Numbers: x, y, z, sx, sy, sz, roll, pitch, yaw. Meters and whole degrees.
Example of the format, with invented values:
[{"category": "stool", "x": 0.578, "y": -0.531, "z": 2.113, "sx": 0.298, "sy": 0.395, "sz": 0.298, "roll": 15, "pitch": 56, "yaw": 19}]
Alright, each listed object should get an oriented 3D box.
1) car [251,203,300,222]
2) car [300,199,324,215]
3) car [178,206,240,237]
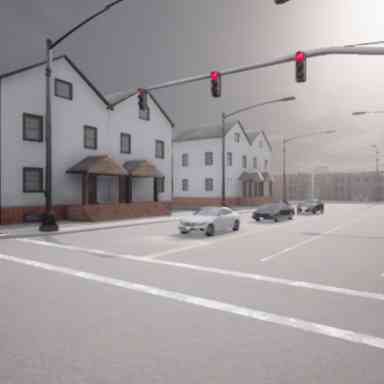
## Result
[{"category": "car", "x": 6.608, "y": 1.563, "z": 26.563, "sx": 2.033, "sy": 1.411, "sz": 5.357, "roll": 0, "pitch": 0, "yaw": 35}, {"category": "car", "x": 12.497, "y": 1.507, "z": 35.044, "sx": 2.128, "sy": 1.511, "sz": 4.902, "roll": 0, "pitch": 0, "yaw": 35}, {"category": "car", "x": 1.110, "y": 1.542, "z": 18.621, "sx": 1.812, "sy": 1.442, "sz": 4.674, "roll": 0, "pitch": 0, "yaw": 35}]
